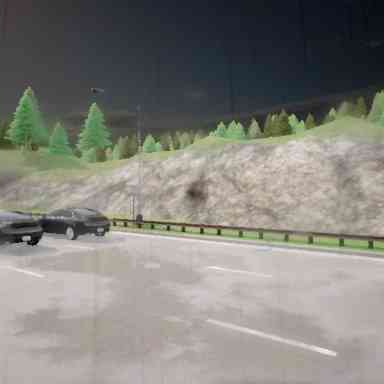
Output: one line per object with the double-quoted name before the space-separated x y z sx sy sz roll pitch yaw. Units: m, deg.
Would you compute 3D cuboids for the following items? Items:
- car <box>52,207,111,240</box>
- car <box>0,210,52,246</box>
"car" -6.236 1.517 16.916 4.892 1.490 1.837 0 0 36
"car" -8.269 1.517 14.066 4.892 1.490 1.837 0 0 36
